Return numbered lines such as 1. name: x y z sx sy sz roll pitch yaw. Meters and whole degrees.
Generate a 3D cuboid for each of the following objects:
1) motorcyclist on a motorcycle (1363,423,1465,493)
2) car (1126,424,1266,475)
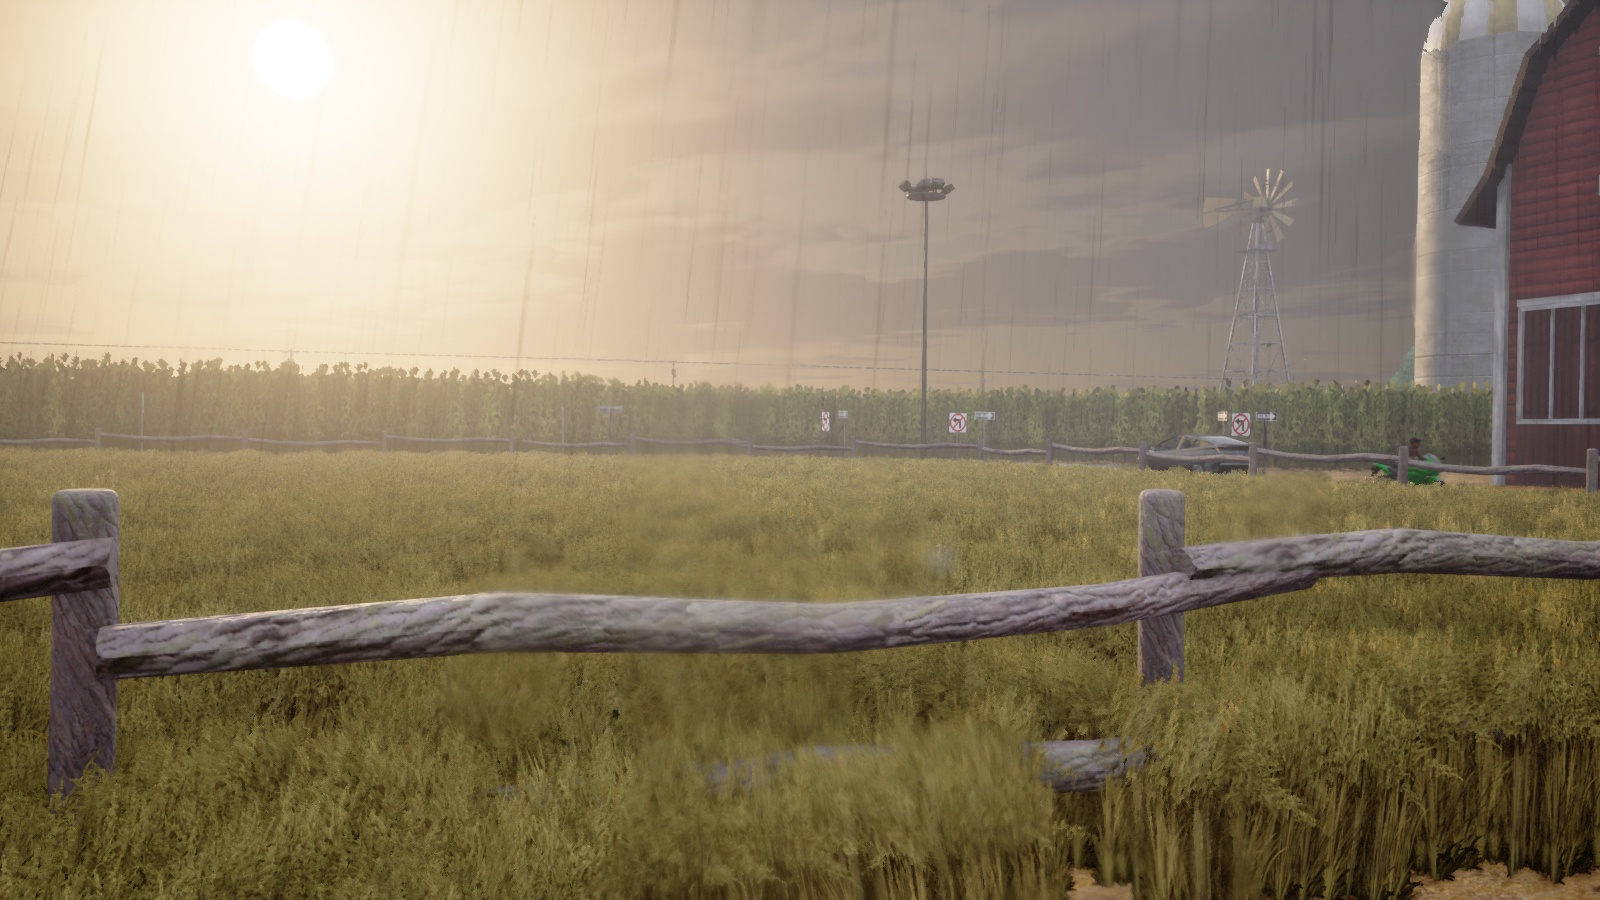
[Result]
1. motorcyclist on a motorcycle: 13.914 0.166 28.536 0.797 1.523 2.044 -1 1 -24
2. car: 12.660 -0.050 40.462 2.007 1.525 4.514 -1 1 -19
